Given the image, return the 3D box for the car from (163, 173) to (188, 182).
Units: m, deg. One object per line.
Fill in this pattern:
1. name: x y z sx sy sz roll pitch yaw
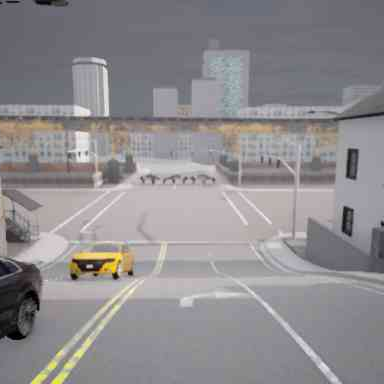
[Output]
1. car: -3.142 -2.756 63.793 4.536 1.218 1.853 -7 11 -36

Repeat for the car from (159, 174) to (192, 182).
1. car: -3.184 -2.596 63.787 4.974 1.542 2.038 -7 11 -36

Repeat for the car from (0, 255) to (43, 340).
1. car: -3.642 1.597 4.214 2.128 1.511 4.902 0 -3 -1

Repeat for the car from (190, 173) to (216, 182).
1. car: 2.138 -2.867 64.570 4.536 1.218 1.853 5 10 28

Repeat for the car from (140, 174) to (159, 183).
1. car: -7.792 -2.606 63.773 4.974 1.542 2.038 9 12 43

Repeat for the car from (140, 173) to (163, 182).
1. car: -7.829 -2.767 63.783 4.536 1.218 1.853 9 12 43

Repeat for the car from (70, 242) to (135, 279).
1. car: -3.780 2.988 14.832 1.882 1.535 5.008 0 -12 0

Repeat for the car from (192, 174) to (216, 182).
1. car: 2.183 -2.707 64.571 4.974 1.542 2.038 5 10 28
